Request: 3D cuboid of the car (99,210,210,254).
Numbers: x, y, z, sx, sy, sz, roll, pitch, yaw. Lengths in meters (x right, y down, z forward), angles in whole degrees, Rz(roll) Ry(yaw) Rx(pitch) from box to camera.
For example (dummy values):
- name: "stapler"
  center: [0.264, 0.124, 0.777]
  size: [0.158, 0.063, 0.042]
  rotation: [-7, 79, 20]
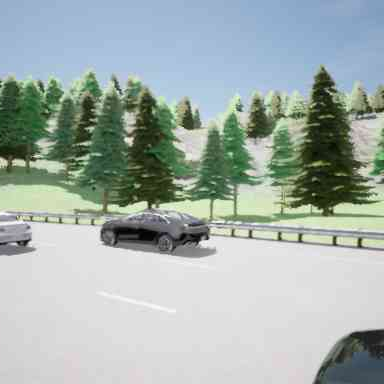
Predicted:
- name: "car"
  center: [-1.620, 1.466, 13.363]
  size: [4.902, 1.511, 2.128]
  rotation: [0, 0, 33]

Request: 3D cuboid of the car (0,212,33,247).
- name: "car"
  center: [-8.404, 1.505, 13.488]
  size: [4.674, 1.442, 1.812]
  rotation: [0, 0, 31]

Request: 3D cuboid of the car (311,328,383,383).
- name: "car"
  center: [2.813, 1.557, 1.883]
  size: [4.181, 1.385, 1.994]
  rotation: [0, 0, 36]
